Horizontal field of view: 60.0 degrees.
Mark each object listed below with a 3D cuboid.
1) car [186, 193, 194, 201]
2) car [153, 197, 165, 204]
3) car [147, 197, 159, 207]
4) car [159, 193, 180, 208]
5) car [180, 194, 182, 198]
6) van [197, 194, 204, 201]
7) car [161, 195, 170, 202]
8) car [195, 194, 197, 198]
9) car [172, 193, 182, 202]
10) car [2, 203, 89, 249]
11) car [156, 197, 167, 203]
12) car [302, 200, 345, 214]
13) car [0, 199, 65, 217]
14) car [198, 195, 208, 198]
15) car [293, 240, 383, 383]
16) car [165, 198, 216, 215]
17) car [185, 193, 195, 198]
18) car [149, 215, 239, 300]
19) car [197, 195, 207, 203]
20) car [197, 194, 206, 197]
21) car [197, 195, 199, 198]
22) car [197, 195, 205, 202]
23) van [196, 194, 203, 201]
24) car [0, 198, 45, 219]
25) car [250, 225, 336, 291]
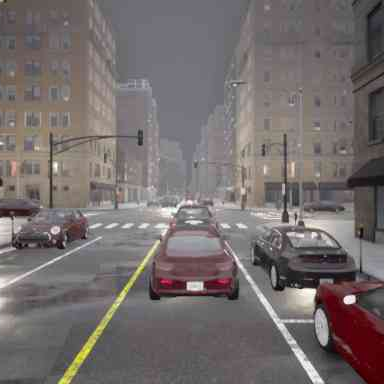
[{"bbox_3d":[-0.658,1.360,90.133,2.150,2.045,5.566,0,0,-1],"label":"car"},{"bbox_3d":[-6.210,1.597,63.610,1.887,1.381,4.507,0,0,-1],"label":"car"},{"bbox_3d":[-6.085,1.582,52.594,2.008,1.369,4.403,0,0,-1],"label":"car"},{"bbox_3d":[-3.263,1.378,48.479,2.097,1.767,4.553,0,0,-1],"label":"car"},{"bbox_3d":[-3.420,1.587,67.280,1.812,1.442,4.674,0,0,0],"label":"car"},{"bbox_3d":[2.065,1.459,85.729,1.690,1.788,3.998,0,0,-1],"label":"van"},{"bbox_3d":[-6.398,1.538,80.133,1.967,1.590,4.097,0,0,-1],"label":"car"},{"bbox_3d":[2.253,1.381,69.208,2.192,1.841,5.009,0,0,-1],"label":"car"},{"bbox_3d":[-3.518,1.316,77.810,2.150,2.045,5.566,0,0,-1],"label":"car"},{"bbox_3d":[-5.877,1.441,14.233,1.967,1.590,4.097,0,0,0],"label":"car"},{"bbox_3d":[-6.273,1.647,69.117,1.802,1.307,4.206,0,0,-1],"label":"car"},{"bbox_3d":[14.640,1.638,37.173,4.674,1.442,1.812,0,0,1],"label":"car"},{"bbox_3d":[-14.413,1.424,30.242,4.902,1.511,2.128,0,0,0],"label":"car"},{"bbox_3d":[2.440,1.577,52.687,1.887,1.381,4.507,0,0,-1],"label":"car"},{"bbox_3d":[2.669,1.545,3.270,1.887,1.381,4.507,0,0,0],"label":"car"},{"bbox_3d":[0.068,1.354,15.603,2.097,1.767,4.553,0,0,0],"label":"car"},{"bbox_3d":[-0.535,1.321,79.415,2.150,2.045,5.566,0,0,-1],"label":"car"},{"bbox_3d":[0.020,1.526,8.283,1.812,1.442,4.674,0,0,-1],"label":"car"},{"bbox_3d":[2.189,1.522,74.715,1.967,1.590,4.097,0,0,-1],"label":"car"},{"bbox_3d":[2.313,1.579,63.871,1.752,1.417,4.829,0,0,-1],"label":"car"},{"bbox_3d":[2.377,1.607,58.194,1.947,1.339,4.313,0,0,-1],"label":"car"},{"bbox_3d":[2.127,1.539,80.221,1.967,1.590,4.097,0,0,-1],"label":"car"},{"bbox_3d":[2.002,1.480,91.235,1.690,1.788,3.998,0,0,-1],"label":"van"},{"bbox_3d":[-13.436,1.261,26.773,4.553,1.767,2.097,0,0,3],"label":"car"},{"bbox_3d":[2.658,1.551,8.761,2.008,1.369,4.403,0,0,0],"label":"car"}]
